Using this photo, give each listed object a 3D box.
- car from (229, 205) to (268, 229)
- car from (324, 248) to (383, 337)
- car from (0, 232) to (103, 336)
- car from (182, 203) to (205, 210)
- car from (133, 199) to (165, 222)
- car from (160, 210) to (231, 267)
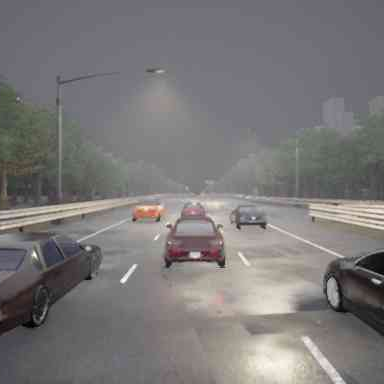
[{"bbox_3d":[3.582,1.560,21.828,2.033,1.411,5.357,0,0,0],"label":"car"},{"bbox_3d":[3.573,1.517,4.832,1.837,1.490,4.892,0,0,0],"label":"car"},{"bbox_3d":[-3.419,1.563,6.925,2.033,1.411,5.357,0,0,0],"label":"car"},{"bbox_3d":[0.090,1.560,27.580,1.994,1.385,4.181,0,0,0],"label":"car"},{"bbox_3d":[-3.411,1.350,26.843,2.097,1.767,4.553,0,0,0],"label":"car"},{"bbox_3d":[0.090,1.546,11.354,1.812,1.442,4.674,0,0,0],"label":"car"}]
